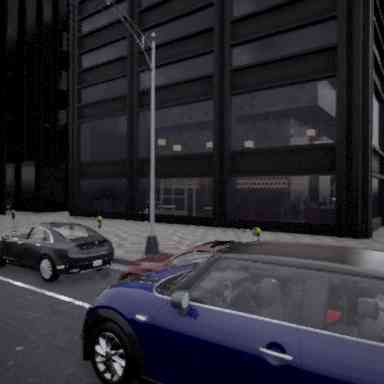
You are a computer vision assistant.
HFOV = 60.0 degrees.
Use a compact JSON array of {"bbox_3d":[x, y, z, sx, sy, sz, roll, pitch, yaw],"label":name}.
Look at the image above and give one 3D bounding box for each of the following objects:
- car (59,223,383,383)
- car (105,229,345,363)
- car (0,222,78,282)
[{"bbox_3d":[0.797,1.355,3.783,4.553,1.767,2.097,0,0,35],"label":"car"},{"bbox_3d":[0.449,1.584,6.317,4.206,1.307,1.802,0,0,35],"label":"car"},{"bbox_3d":[-4.142,1.530,9.587,4.403,1.369,2.008,0,0,35],"label":"car"}]
